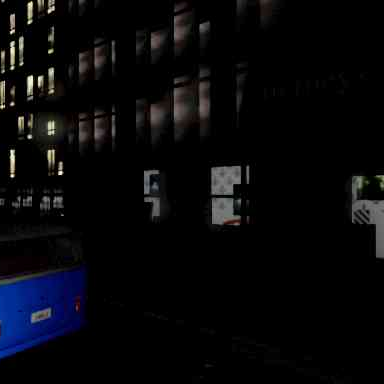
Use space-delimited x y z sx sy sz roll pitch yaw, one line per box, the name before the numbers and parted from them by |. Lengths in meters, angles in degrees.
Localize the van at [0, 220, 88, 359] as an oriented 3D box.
van | -3.431 1.341 5.331 3.998 1.788 1.690 0 0 36
